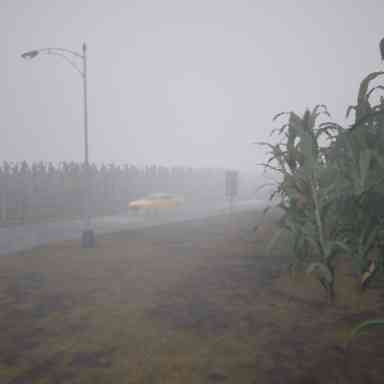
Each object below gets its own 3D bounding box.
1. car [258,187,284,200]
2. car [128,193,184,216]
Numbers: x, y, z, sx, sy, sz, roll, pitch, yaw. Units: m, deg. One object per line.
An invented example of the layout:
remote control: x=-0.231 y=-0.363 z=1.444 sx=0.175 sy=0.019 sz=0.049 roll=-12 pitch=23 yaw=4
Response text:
car: x=10.125 y=0.146 z=42.313 sx=2.128 sy=1.511 sz=4.902 roll=0 pitch=2 yaw=37
car: x=-2.619 y=0.853 z=25.194 sx=1.882 sy=1.535 sz=5.008 roll=0 pitch=2 yaw=36
